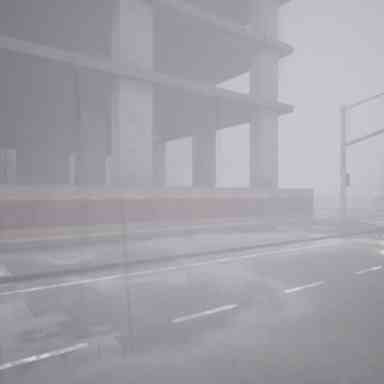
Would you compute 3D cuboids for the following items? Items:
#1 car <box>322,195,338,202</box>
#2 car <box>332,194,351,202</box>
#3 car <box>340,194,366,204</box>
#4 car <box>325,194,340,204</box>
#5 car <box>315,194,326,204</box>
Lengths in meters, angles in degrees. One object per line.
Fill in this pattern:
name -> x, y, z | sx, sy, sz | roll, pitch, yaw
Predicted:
car -> 33.468, 1.561, 80.550 | 3.905, 1.438, 1.784 | 0, 0, -35
car -> 35.090, 1.350, 78.149 | 4.605, 1.855, 1.932 | 0, 0, -35
car -> 29.265, 1.552, 60.392 | 3.806, 1.475, 1.970 | 0, 0, -35
car -> 27.593, 1.521, 62.756 | 3.905, 1.438, 1.784 | 0, 0, -35
car -> 26.002, 1.310, 64.917 | 4.605, 1.855, 1.932 | 0, 0, -35
